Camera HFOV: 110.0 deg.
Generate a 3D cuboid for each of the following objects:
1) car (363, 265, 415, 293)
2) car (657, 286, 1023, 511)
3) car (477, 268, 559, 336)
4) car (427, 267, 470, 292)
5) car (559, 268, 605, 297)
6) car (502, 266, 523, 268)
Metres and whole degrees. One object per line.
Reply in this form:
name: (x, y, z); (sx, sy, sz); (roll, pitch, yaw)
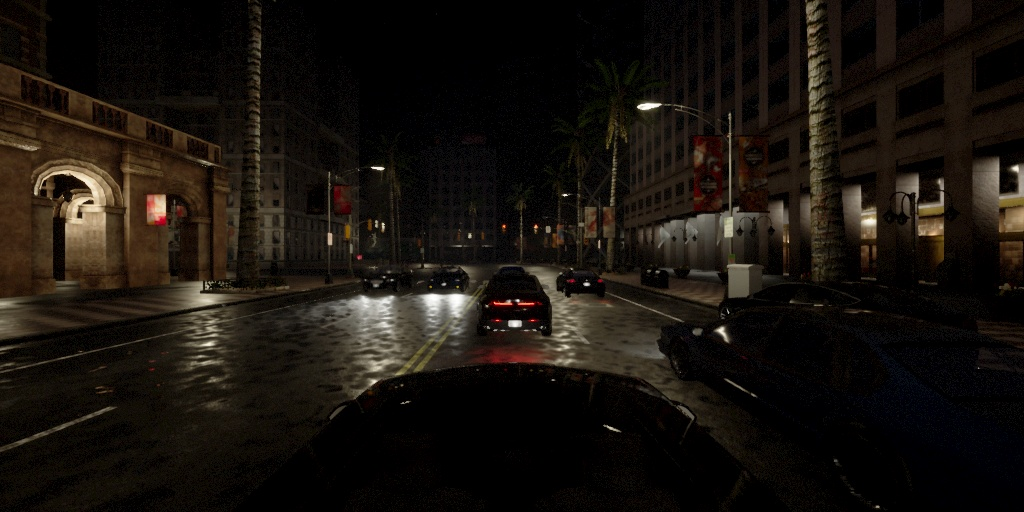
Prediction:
car: (-7.108, 1.278, 21.152); (2.128, 1.511, 4.902); (0, 0, 0)
car: (3.589, 1.298, 4.111); (2.033, 1.411, 5.357); (0, 0, 0)
car: (0.047, 1.254, 10.387); (1.837, 1.490, 4.892); (0, 0, -1)
car: (-3.610, 1.318, 20.960); (1.994, 1.385, 4.181); (0, 0, 0)
car: (3.507, 1.313, 18.933); (1.994, 1.385, 4.181); (0, 0, -1)
car: (0.003, 1.276, 19.334); (1.812, 1.442, 4.674); (0, 0, -2)
